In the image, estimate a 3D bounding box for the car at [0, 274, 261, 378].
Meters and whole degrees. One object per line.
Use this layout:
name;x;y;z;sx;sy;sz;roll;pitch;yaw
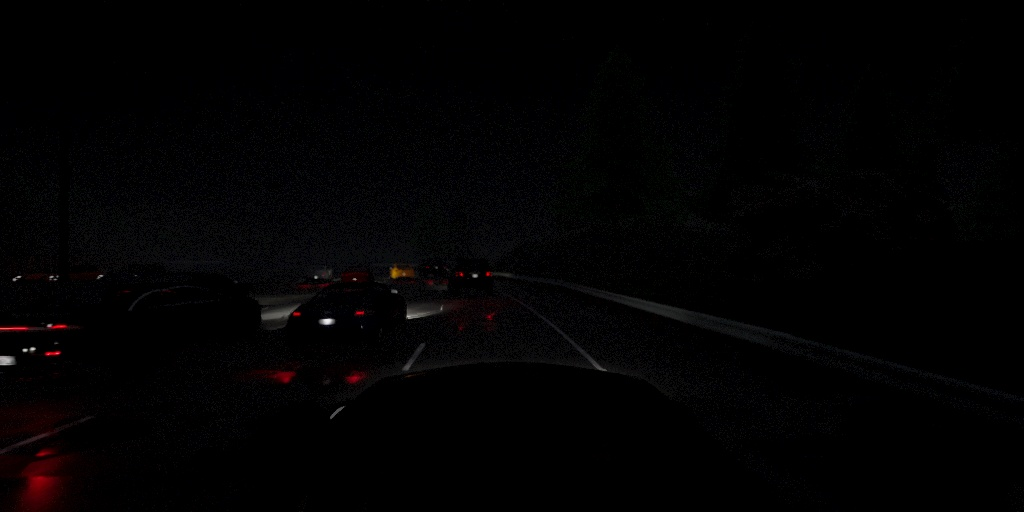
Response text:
car;-7.447;1.300;7.538;2.128;1.511;4.902;0;0;-5

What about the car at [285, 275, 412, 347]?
car;-4.146;1.384;9.624;1.994;1.385;4.181;0;0;-6

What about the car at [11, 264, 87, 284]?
car;-28.597;1.317;22.832;2.097;1.767;4.553;0;0;-19

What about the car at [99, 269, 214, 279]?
car;-11.644;1.339;13.258;1.882;1.535;5.008;0;0;-9

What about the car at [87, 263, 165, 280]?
car;-25.381;1.323;24.230;2.097;1.767;4.553;0;0;-19

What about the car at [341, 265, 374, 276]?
car;-11.316;1.443;26.447;1.882;1.535;5.008;0;-1;-18

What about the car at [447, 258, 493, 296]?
car;-2.539;1.132;21.165;2.150;2.045;5.566;0;0;-14

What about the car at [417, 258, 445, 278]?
car;-8.824;1.284;38.920;2.150;2.045;5.566;0;0;-25

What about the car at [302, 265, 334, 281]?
car;-16.963;1.542;31.584;1.812;1.442;4.674;0;-1;-22

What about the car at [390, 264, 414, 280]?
car;-10.687;1.507;34.636;1.882;1.535;5.008;0;-1;-22
